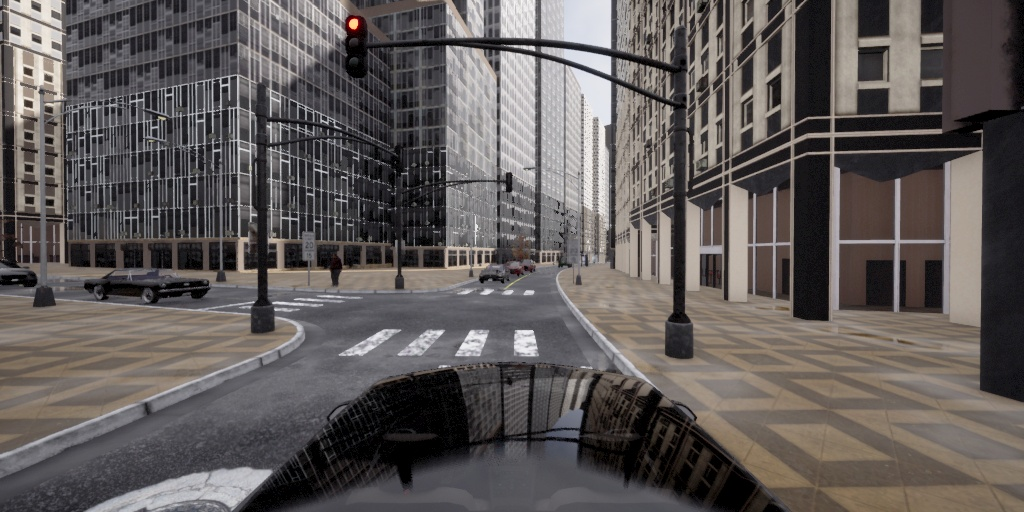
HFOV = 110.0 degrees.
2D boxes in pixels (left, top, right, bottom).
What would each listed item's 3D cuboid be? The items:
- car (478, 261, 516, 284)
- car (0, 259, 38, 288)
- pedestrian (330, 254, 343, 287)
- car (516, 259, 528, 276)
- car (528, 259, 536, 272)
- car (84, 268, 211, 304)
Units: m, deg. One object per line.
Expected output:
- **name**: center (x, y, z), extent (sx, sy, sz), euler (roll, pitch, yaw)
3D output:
- **car**: center (-1.220, 1.331, 28.075), extent (2.033, 1.411, 5.357), euler (0, 0, 7)
- **car**: center (-26.700, 0.910, 18.267), extent (4.892, 1.490, 1.837), euler (1, 1, 16)
- **pedestrian**: center (-9.577, 0.716, 19.407), extent (0.375, 1.860, 0.375), euler (0, 0, 16)
- **car**: center (0.132, 1.297, 37.783), extent (1.882, 1.535, 5.008), euler (0, 0, 9)
- **car**: center (1.885, 1.220, 47.511), extent (2.097, 1.767, 4.553), euler (0, 0, 11)
- **car**: center (-15.075, 1.171, 14.904), extent (4.718, 1.301, 1.895), euler (1, 1, 16)
